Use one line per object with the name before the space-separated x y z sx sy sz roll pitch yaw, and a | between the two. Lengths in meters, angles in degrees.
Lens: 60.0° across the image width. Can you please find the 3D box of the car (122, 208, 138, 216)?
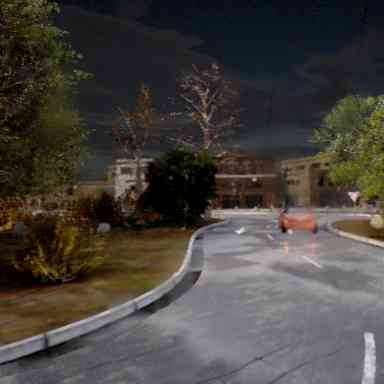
car | -7.699 2.582 40.244 2.231 1.521 4.892 -2 -1 4

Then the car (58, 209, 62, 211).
car | -16.195 2.911 40.655 1.946 1.575 5.366 -2 -1 4

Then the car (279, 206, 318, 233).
car | 6.957 1.676 22.145 2.097 1.767 4.553 -1 -1 12
